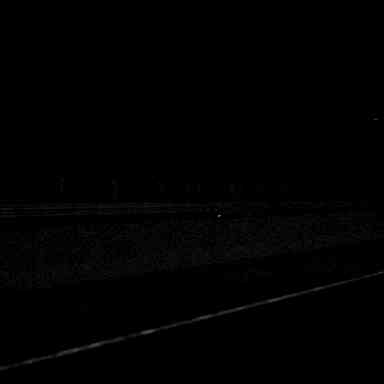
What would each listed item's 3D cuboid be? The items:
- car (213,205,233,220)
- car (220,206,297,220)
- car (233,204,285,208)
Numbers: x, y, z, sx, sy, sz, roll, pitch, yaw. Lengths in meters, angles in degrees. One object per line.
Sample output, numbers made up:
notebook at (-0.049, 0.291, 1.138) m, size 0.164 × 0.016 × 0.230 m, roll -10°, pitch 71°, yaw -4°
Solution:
car at (3.829, 1.723, 27.642) m, size 4.181 × 1.385 × 1.994 m, roll 1°, pitch 0°, yaw -34°
car at (4.222, 1.723, 19.448) m, size 4.718 × 1.301 × 1.895 m, roll 1°, pitch 0°, yaw -34°
car at (5.712, 1.663, 24.691) m, size 4.892 × 1.490 × 1.837 m, roll 1°, pitch 0°, yaw -34°
